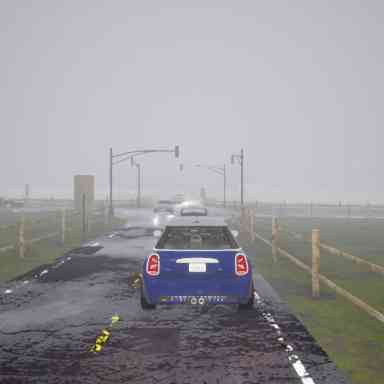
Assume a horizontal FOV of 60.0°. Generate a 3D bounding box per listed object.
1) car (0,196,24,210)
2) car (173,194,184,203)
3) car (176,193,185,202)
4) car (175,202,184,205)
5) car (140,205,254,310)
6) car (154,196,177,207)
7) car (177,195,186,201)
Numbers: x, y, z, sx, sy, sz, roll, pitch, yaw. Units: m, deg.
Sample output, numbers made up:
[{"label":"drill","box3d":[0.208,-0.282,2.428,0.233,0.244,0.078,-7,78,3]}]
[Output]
[{"label":"car","box3d":[-21.052,1.112,36.272,5.008,1.535,1.882,1,0,0]},{"label":"car","box3d":[-2.851,1.577,58.576,1.994,1.385,4.181,0,0,0]},{"label":"car","box3d":[-2.726,1.246,71.427,2.150,2.045,5.566,0,0,0]},{"label":"car","box3d":[0.092,1.507,17.155,1.837,1.490,4.892,0,0,0]},{"label":"car","box3d":[0.096,1.353,7.990,2.097,1.767,4.553,0,0,0]},{"label":"car","box3d":[-2.849,1.501,34.428,1.812,1.442,4.674,1,0,0]},{"label":"car","box3d":[-2.678,1.568,85.687,2.033,1.411,5.357,0,0,0]}]
